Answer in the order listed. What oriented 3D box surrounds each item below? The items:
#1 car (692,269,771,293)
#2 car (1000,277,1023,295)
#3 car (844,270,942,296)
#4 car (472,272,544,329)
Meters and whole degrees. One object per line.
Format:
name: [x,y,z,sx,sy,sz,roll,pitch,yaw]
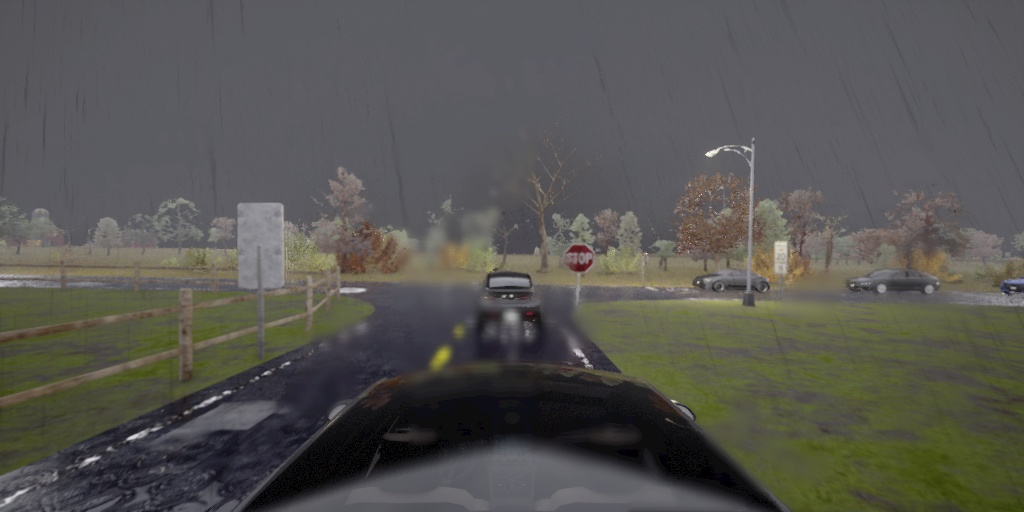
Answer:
car: [13.652,1.505,22.435,4.181,1.385,1.994,1,1,0]
car: [33.812,1.776,22.392,5.008,1.535,1.882,1,1,0]
car: [23.733,1.626,22.418,4.892,1.490,1.837,1,1,0]
car: [-0.167,1.228,11.158,1.837,1.490,4.892,0,0,-4]
